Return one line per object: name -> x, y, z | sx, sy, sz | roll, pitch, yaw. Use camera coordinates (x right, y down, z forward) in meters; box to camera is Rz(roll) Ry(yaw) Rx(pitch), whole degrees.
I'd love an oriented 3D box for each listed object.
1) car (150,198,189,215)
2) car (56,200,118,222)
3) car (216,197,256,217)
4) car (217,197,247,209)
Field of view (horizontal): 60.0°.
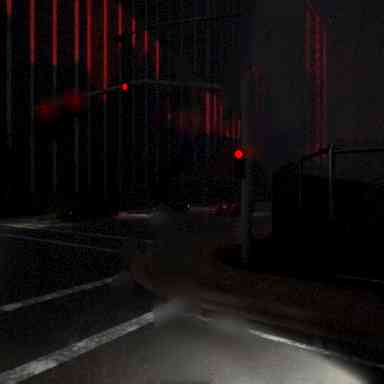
car -> -2.198, 1.449, 33.967 | 1.837, 1.490, 4.892 | 0, 0, 36
car -> -8.008, 1.422, 25.830 | 1.882, 1.535, 5.008 | 0, 0, 36
car -> 4.056, 1.296, 30.343 | 2.097, 1.767, 4.553 | 0, 0, 36
car -> 5.470, 1.422, 44.687 | 1.882, 1.535, 5.008 | 0, 0, 36
